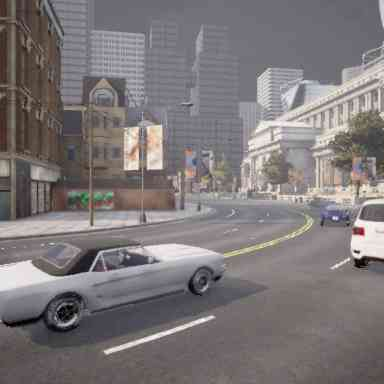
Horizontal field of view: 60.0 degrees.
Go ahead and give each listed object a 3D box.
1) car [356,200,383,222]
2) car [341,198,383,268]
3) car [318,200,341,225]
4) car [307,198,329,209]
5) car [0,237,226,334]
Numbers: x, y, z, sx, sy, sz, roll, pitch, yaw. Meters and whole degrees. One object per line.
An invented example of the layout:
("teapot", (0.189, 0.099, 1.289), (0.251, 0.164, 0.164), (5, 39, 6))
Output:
("car", (14.829, 1.493, 27.095), (1.837, 1.490, 4.892), (0, 0, 17))
("car", (6.723, 1.219, 10.525), (2.150, 2.045, 5.566), (0, 0, 39))
("car", (10.047, 1.513, 23.415), (1.812, 1.442, 4.674), (0, 0, 22))
("car", (17.123, 1.522, 44.393), (2.033, 1.411, 5.357), (0, 0, -3))
("car", (-1.513, 1.595, 6.809), (4.718, 1.301, 1.895), (0, 0, -40))
